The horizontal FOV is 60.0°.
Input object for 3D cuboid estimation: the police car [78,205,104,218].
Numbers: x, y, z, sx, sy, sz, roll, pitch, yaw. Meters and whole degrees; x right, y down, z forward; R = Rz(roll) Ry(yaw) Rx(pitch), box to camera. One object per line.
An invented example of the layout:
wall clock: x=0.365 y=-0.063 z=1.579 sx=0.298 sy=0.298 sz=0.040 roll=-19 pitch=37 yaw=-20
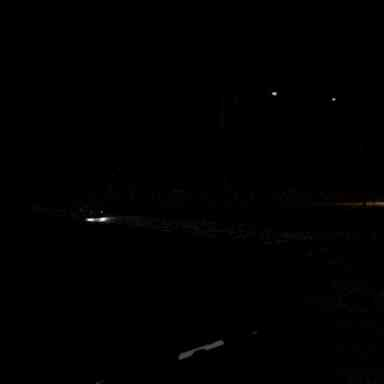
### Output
police car: x=-12.757 y=2.455 z=41.877 sx=2.038 sy=1.542 sz=4.974 roll=-2 pitch=0 yaw=-36
